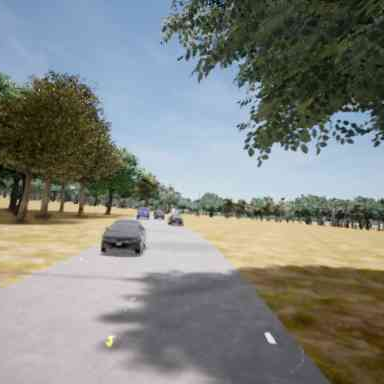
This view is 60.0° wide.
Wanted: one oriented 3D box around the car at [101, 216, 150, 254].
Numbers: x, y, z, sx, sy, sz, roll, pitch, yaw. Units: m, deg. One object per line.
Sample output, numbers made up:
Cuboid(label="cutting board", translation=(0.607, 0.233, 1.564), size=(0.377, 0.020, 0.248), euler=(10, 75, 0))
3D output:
Cuboid(label="car", translation=(-3.433, 2.232, 17.506), size=(1.882, 1.535, 5.008), euler=(3, -4, -3))

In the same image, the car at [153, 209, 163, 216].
Cuboid(label="car", translation=(-8.285, 5.078, 81.290), size=(1.882, 1.535, 5.008), euler=(4, -3, -2))

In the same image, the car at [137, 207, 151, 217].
Cuboid(label="car", translation=(-8.551, 3.767, 58.867), size=(2.150, 2.045, 5.566), euler=(4, -3, -9))

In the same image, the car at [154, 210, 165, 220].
Cuboid(label="car", translation=(-6.178, 4.436, 63.447), size=(2.128, 1.511, 4.902), euler=(4, -3, -9))

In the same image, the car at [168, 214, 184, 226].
Cuboid(label="car", translation=(-2.215, 3.780, 45.294), size=(1.812, 1.442, 4.674), euler=(5, -3, -9))
